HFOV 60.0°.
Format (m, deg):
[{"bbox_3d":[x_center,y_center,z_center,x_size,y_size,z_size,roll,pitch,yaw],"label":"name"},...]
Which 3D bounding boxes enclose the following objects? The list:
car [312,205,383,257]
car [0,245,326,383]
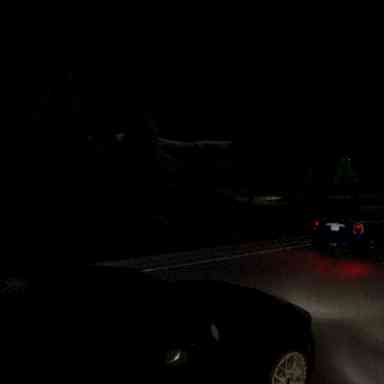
[{"bbox_3d":[6.724,1.285,12.845,4.553,1.767,2.097,0,0,-36],"label":"car"},{"bbox_3d":[-0.876,1.472,3.120,5.008,1.535,1.882,0,0,-36],"label":"car"}]
